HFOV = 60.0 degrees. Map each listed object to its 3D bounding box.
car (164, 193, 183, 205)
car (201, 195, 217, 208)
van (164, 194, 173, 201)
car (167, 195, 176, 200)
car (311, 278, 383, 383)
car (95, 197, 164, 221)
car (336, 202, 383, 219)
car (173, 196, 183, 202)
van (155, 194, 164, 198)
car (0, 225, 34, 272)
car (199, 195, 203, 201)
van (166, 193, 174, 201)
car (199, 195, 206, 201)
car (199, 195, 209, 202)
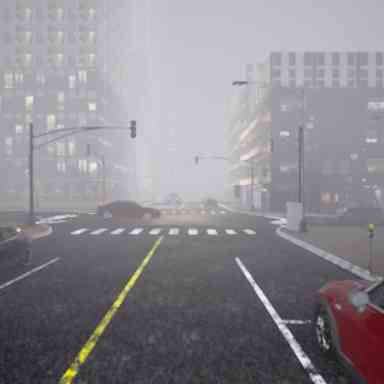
[{"bbox_3d":[-3.024,1.172,56.659,2.150,2.045,5.566,0,0,1],"label":"car"},{"bbox_3d":[2.702,1.524,48.159,1.947,1.339,4.313,0,0,0],"label":"car"},{"bbox_3d":[-5.670,1.279,80.745,1.690,1.788,3.998,0,0,0],"label":"van"},{"bbox_3d":[-5.666,1.483,92.054,2.008,1.369,4.403,0,0,0],"label":"car"},{"bbox_3d":[2.689,1.437,3.268,1.967,1.590,4.097,0,0,0],"label":"car"},{"bbox_3d":[-4.964,1.396,26.026,5.008,1.535,1.882,1,0,-1],"label":"car"},{"bbox_3d":[16.037,1.727,31.963,4.097,1.590,1.967,1,-1,-1],"label":"car"},{"bbox_3d":[-2.980,1.495,72.101,1.994,1.385,4.181,0,0,0],"label":"car"},{"bbox_3d":[-5.676,1.293,58.128,1.690,1.788,3.998,0,0,0],"label":"van"},{"bbox_3d":[-5.690,1.558,8.516,1.947,1.339,4.313,0,0,0],"label":"car"},{"bbox_3d":[2.705,1.496,58.126,1.887,1.381,4.507,0,0,0],"label":"car"},{"bbox_3d":[-5.668,1.276,86.399,1.690,1.788,3.998,0,0,0],"label":"van"},{"bbox_3d":[2.713,1.479,86.397,1.887,1.381,4.507,0,0,0],"label":"car"},{"bbox_3d":[2.710,1.491,75.089,2.008,1.369,4.403,0,0,0],"label":"car"}]
